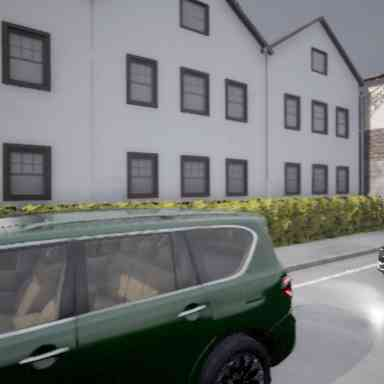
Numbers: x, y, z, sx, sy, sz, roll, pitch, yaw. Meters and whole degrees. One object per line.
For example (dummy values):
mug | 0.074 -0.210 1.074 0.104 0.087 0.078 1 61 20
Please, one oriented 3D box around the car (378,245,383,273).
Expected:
car | 6.838 1.426 8.861 4.892 1.490 1.837 0 0 -36

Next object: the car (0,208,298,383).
car | -1.426 1.220 2.976 5.566 2.045 2.150 0 0 -36
